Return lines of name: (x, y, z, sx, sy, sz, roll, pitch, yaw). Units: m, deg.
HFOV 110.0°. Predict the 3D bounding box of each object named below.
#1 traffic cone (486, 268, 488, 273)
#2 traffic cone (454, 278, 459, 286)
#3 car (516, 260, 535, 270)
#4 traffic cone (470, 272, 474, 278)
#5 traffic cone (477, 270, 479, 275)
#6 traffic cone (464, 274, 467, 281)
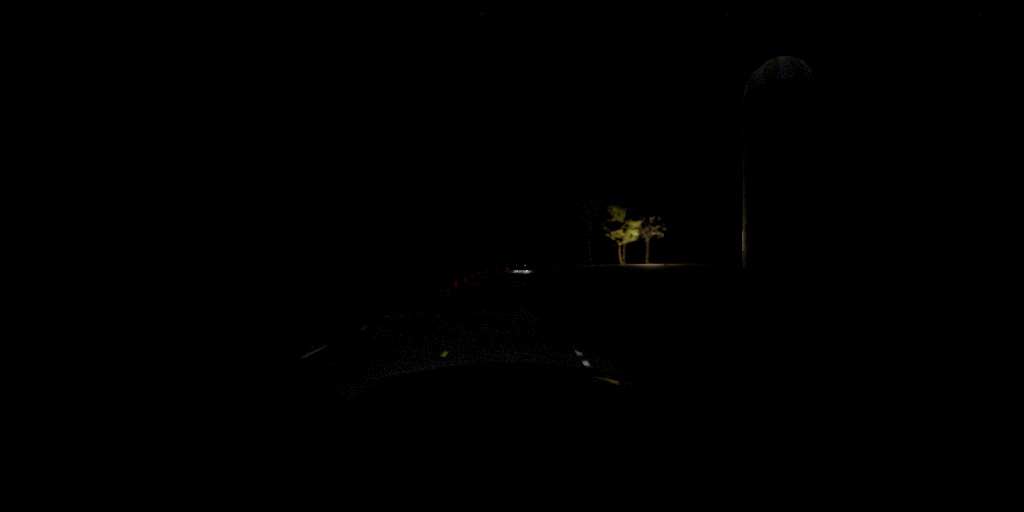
traffic cone: (-3.187, 1.849, 45.044, 0.340, 0.580, 0.340, 0, 0, 9)
traffic cone: (-3.852, 1.760, 24.705, 0.340, 0.580, 0.340, 0, 0, 0)
car: (2.136, 1.427, 56.966, 1.882, 1.535, 5.008, 0, 0, 22)
traffic cone: (-3.853, 1.804, 34.705, 0.340, 0.580, 0.340, 0, 0, 0)
traffic cone: (-3.740, 1.826, 39.857, 0.340, 0.580, 0.340, 0, 0, 4)
traffic cone: (-3.852, 1.782, 29.705, 0.340, 0.580, 0.340, 0, 0, 0)
